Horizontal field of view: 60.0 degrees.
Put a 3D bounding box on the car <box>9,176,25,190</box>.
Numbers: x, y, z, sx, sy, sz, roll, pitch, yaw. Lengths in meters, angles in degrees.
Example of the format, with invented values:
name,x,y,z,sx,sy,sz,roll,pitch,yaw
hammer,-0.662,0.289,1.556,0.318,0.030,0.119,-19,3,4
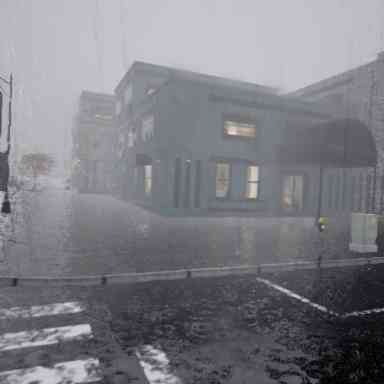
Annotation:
name,x,y,z,sx,sy,sz,roll,pitch,yaw
car,-25.432,-1.355,47.124,2.192,1.841,5.009,3,1,-23

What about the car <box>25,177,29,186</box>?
name,x,y,z,sx,sy,sz,roll,pitch,yaw
car,-29.850,-1.649,57.576,1.947,1.339,4.313,3,1,-23
